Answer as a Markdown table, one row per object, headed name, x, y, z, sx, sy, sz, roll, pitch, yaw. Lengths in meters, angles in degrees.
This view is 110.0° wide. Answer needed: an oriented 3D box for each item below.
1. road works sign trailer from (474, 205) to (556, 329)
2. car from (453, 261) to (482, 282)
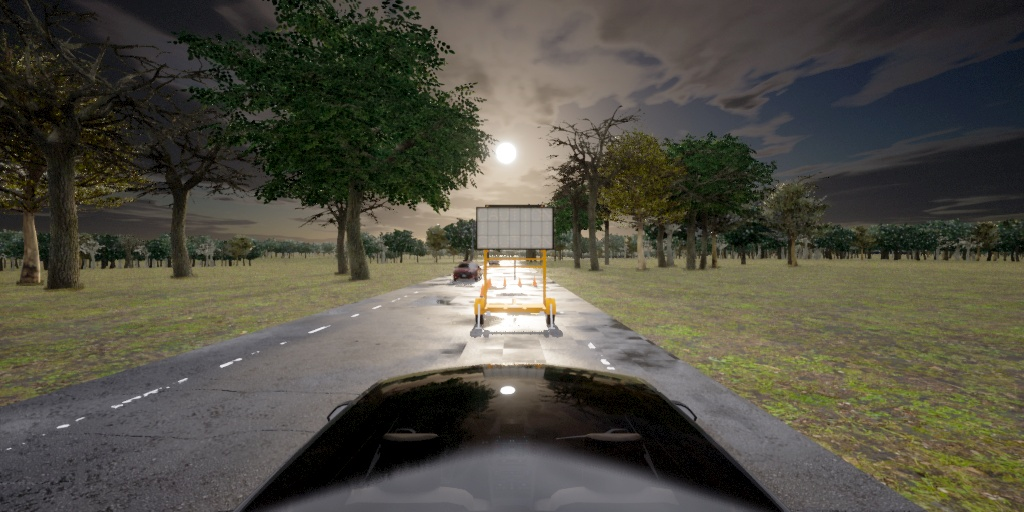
| name | x | y | z | sx | sy | sz | roll | pitch | yaw |
| --- | --- | --- | --- | --- | --- | --- | --- | --- | --- |
| road works sign trailer | 0.090 | 0.211 | 11.194 | 2.380 | 3.560 | 2.880 | 0 | 0 | 0 |
| car | -3.591 | 1.229 | 29.440 | 1.882 | 1.535 | 5.008 | 0 | 0 | 0 |
